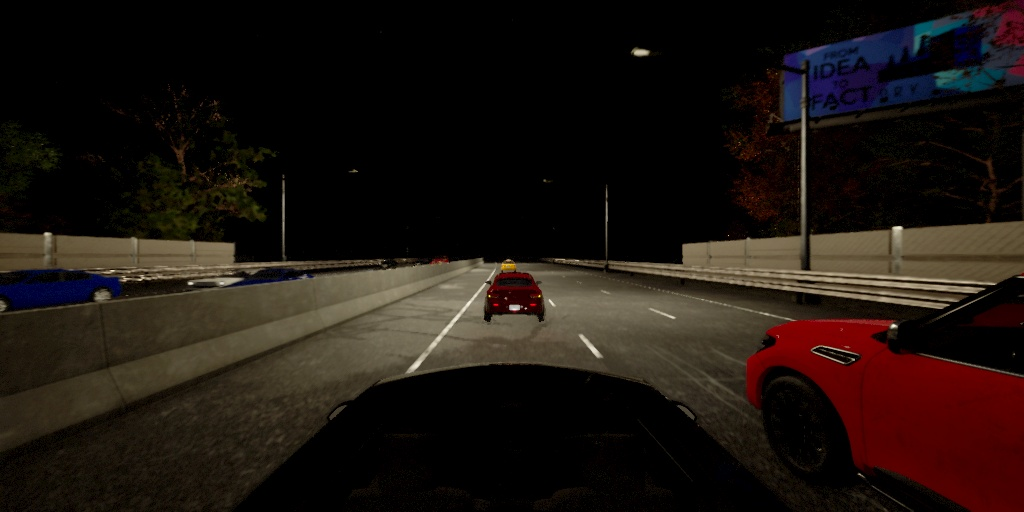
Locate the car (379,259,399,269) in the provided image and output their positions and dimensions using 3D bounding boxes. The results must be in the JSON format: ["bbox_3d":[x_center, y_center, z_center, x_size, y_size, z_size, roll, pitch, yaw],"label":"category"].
[{"bbox_3d":[-18.353,1.249,53.803,1.812,1.442,4.674,0,0,-1],"label":"car"}]

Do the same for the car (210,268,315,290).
[{"bbox_3d":[-10.660,1.275,16.142,1.812,1.442,4.674,0,0,-1],"label":"car"}]

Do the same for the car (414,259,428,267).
[{"bbox_3d":[-15.035,1.207,60.150,2.128,1.511,4.902,0,0,-1],"label":"car"}]

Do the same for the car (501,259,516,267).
[{"bbox_3d":[-0.427,1.185,44.087,1.801,1.575,5.366,0,0,-1],"label":"car"}]

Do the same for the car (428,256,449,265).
[{"bbox_3d":[-11.455,0.939,57.431,2.150,2.045,5.566,0,0,-1],"label":"car"}]

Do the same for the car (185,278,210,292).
[{"bbox_3d":[-14.195,1.350,18.764,1.895,1.301,4.718,0,0,-1],"label":"car"}]

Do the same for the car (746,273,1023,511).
[{"bbox_3d":[3.595,0.971,1.469,2.150,2.045,5.566,0,0,0],"label":"car"}]

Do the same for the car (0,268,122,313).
[{"bbox_3d":[-17.649,1.230,13.191,1.882,1.535,5.008,0,0,0],"label":"car"}]

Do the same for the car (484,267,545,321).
[{"bbox_3d":[0.069,1.274,12.345,1.812,1.442,4.674,0,0,0],"label":"car"}]

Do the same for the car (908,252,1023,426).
[{"bbox_3d":[7.094,0.970,2.667,2.150,2.045,5.566,0,0,0],"label":"car"}]
